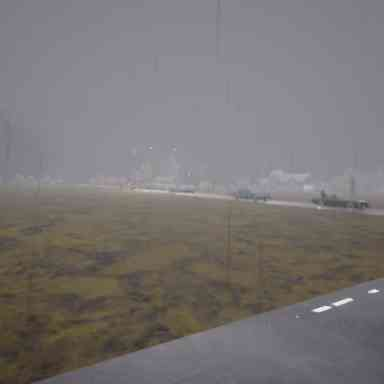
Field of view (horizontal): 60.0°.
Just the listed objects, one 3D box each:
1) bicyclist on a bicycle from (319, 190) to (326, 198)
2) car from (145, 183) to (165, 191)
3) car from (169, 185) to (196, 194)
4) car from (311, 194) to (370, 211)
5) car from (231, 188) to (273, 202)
[{"bbox_3d":[14.952,0.568,38.014,1.656,1.620,0.582,0,2,-35],"label":"bicyclist on a bicycle"},{"bbox_3d":[-7.201,-1.005,64.301,2.033,1.411,5.357,1,2,-35],"label":"car"},{"bbox_3d":[-1.778,-0.415,51.593,1.994,1.385,4.181,1,2,-35],"label":"car"},{"bbox_3d":[13.294,0.902,29.923,1.895,1.301,4.718,1,2,-35],"label":"car"},{"bbox_3d":[6.904,0.298,39.101,2.033,1.411,5.357,1,2,-35],"label":"car"}]
